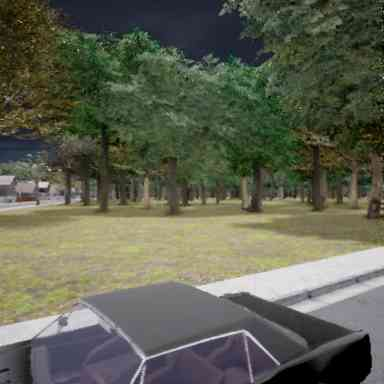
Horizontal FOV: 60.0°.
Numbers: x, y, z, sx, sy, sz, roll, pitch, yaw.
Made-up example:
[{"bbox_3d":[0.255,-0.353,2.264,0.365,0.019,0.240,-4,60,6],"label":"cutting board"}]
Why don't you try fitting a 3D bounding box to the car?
[{"bbox_3d":[-0.588,1.609,2.725,4.718,1.301,1.895,0,0,-36],"label":"car"}]
